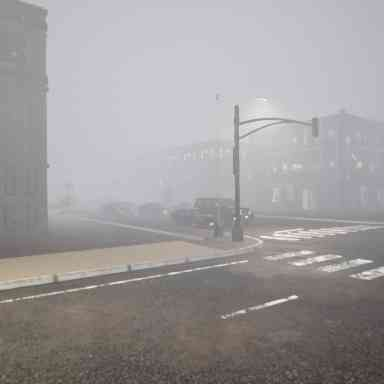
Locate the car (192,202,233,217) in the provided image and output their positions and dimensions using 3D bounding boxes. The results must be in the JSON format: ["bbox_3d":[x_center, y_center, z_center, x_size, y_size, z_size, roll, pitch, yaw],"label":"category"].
[{"bbox_3d":[2.138,1.809,35.812,2.008,1.369,4.403,-2,0,-35],"label":"car"}]

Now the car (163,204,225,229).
[{"bbox_3d":[0.034,1.814,24.088,1.947,1.339,4.313,-1,0,-35],"label":"car"}]

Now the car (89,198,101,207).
[{"bbox_3d":[-17.090,1.940,62.894,2.192,1.841,5.009,-1,0,-35],"label":"car"}]

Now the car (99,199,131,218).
[{"bbox_3d":[-7.901,1.846,35.474,1.967,1.590,4.097,-1,0,-35],"label":"car"}]

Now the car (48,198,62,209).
[{"bbox_3d":[-23.819,2.232,57.904,1.752,1.417,4.829,-1,0,-35],"label":"car"}]

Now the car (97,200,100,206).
[{"bbox_3d":[-10.334,2.068,43.420,1.895,1.301,4.718,-1,0,-35],"label":"car"}]

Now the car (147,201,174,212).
[{"bbox_3d":[-4.268,1.966,44.840,1.802,1.307,4.206,-2,0,-35],"label":"car"}]

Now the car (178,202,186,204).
[{"bbox_3d":[-1.066,1.904,40.327,1.802,1.307,4.206,-2,0,-35],"label":"car"}]

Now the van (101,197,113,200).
[{"bbox_3d":[-13.885,1.907,58.381,1.690,1.788,3.998,-1,0,-35],"label":"van"}]

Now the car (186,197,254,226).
[{"bbox_3d":[2.238,1.443,25.676,2.150,2.045,5.566,-1,0,-35],"label":"car"}]

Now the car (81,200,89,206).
[{"bbox_3d":[-20.288,2.227,67.408,1.887,1.381,4.507,-1,0,-35],"label":"car"}]

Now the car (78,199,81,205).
[{"bbox_3d":[-26.695,2.364,76.436,1.947,1.339,4.313,-1,0,-35],"label":"car"}]

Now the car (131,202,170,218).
[{"bbox_3d":[-3.969,1.835,34.428,2.128,1.511,4.902,-1,0,-35],"label":"car"}]
